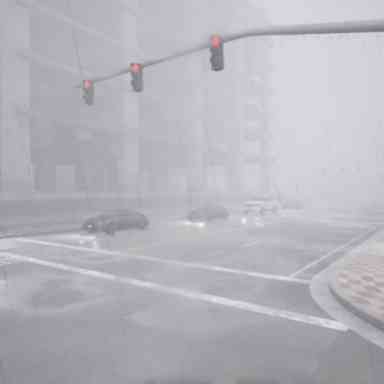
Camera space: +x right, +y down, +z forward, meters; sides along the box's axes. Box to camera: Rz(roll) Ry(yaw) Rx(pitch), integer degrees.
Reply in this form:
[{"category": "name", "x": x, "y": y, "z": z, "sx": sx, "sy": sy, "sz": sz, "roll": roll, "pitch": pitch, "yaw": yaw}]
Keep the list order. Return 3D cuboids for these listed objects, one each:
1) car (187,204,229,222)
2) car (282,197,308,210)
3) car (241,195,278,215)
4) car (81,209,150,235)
[{"category": "car", "x": 1.396, "y": 1.718, "z": 28.128, "sx": 1.994, "sy": 1.385, "sz": 4.181, "roll": -1, "pitch": 0, "yaw": 36}, {"category": "car", "x": 13.603, "y": 1.705, "z": 44.678, "sx": 1.994, "sy": 1.385, "sz": 4.181, "roll": -1, "pitch": 0, "yaw": 37}, {"category": "car", "x": 7.491, "y": 1.370, "z": 36.420, "sx": 2.150, "sy": 2.045, "sz": 5.566, "roll": -1, "pitch": 0, "yaw": 36}, {"category": "car", "x": -4.510, "y": 1.724, "z": 20.085, "sx": 1.994, "sy": 1.385, "sz": 4.181, "roll": -1, "pitch": 0, "yaw": 36}]
